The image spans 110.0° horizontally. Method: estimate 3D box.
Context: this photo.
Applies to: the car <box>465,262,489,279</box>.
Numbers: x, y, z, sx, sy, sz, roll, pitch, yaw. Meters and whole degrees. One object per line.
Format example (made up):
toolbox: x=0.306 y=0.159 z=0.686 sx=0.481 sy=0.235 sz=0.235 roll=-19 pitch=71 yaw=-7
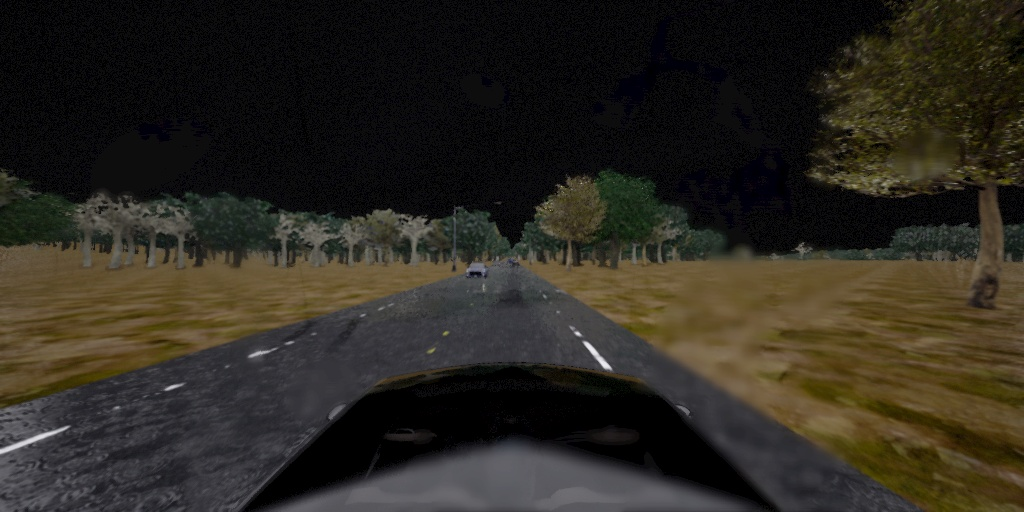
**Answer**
car: x=-3.592 y=1.421 z=37.544 sx=2.097 sy=1.767 sz=4.553 roll=0 pitch=0 yaw=0
